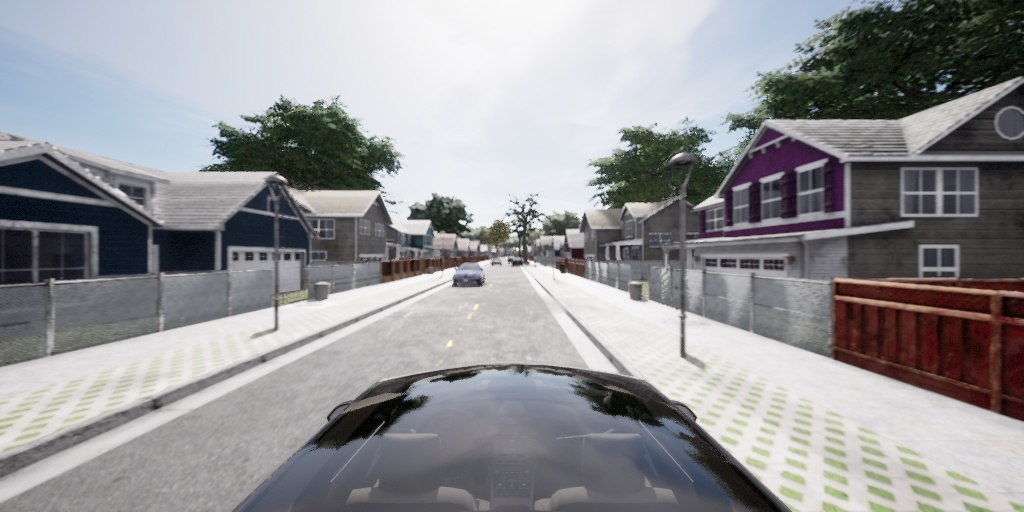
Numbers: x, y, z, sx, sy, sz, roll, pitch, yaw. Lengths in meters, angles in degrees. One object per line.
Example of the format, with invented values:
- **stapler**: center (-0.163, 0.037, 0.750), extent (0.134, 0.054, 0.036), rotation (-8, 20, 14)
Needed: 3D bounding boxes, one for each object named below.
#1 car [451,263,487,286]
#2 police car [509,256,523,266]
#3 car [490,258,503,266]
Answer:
- **car**: center (-2.848, 1.199, 24.369), extent (1.812, 1.442, 4.674), rotation (0, 0, 0)
- **police car**: center (0.955, 0.944, 63.465), extent (1.930, 1.638, 5.238), rotation (0, 0, 0)
- **car**: center (-2.782, 1.037, 64.634), extent (1.812, 1.442, 4.674), rotation (0, 0, 1)
